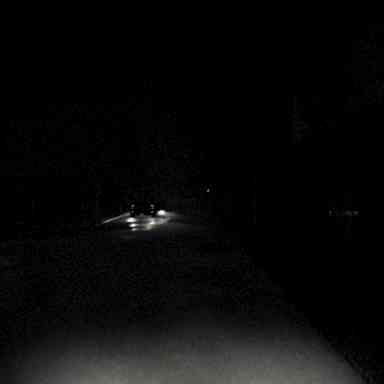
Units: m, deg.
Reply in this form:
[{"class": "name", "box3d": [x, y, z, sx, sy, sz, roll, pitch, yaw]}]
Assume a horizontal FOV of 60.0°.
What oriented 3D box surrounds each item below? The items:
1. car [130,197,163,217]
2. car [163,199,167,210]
[{"class": "car", "box3d": [-4.096, 1.215, 29.473, 2.097, 1.767, 4.553, 0, 0, 0]}, {"class": "car", "box3d": [-4.075, 1.417, 39.536, 1.895, 1.301, 4.718, 0, 0, 0]}]
